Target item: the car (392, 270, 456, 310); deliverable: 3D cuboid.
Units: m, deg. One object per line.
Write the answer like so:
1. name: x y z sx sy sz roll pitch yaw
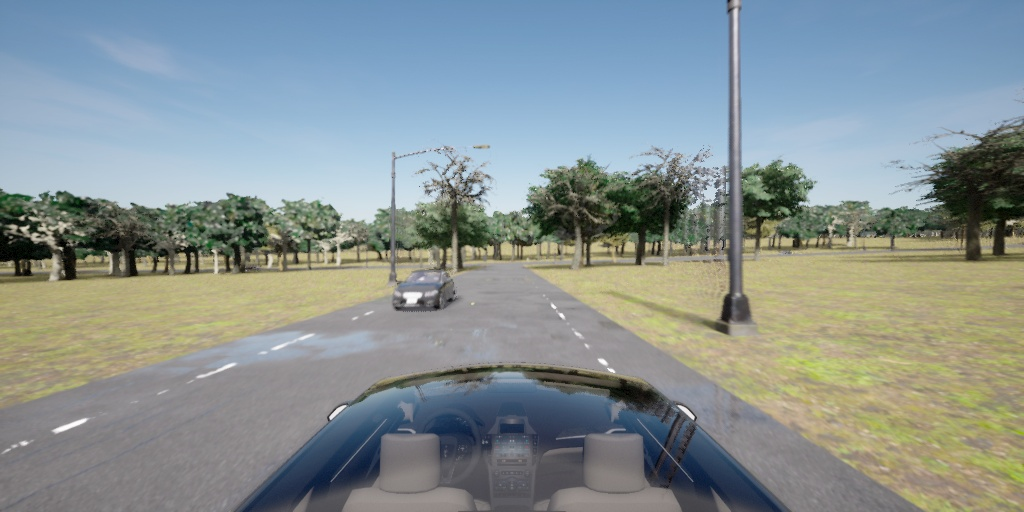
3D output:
1. car: -3.598 1.363 15.357 2.128 1.511 4.902 0 -1 0
